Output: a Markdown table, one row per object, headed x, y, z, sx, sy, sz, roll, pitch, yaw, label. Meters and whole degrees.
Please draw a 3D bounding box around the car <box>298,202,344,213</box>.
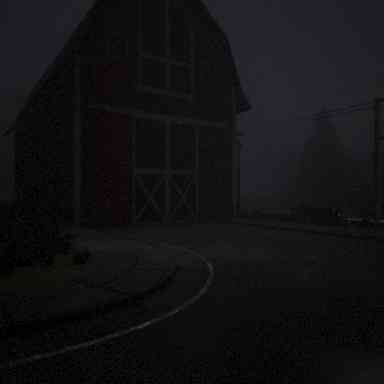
| x | y | z | sx | sy | sz | roll | pitch | yaw | label |
| --- | --- | --- | --- | --- | --- | --- | --- | --- | --- |
| 11.348 | 1.628 | 30.258 | 1.895 | 1.301 | 4.718 | 0 | 0 | -34 | car |
